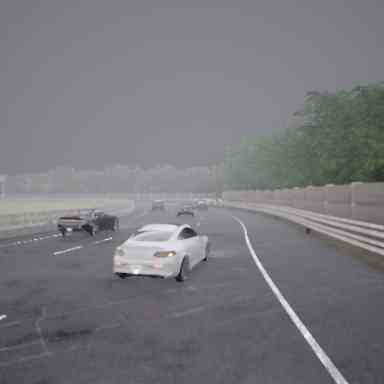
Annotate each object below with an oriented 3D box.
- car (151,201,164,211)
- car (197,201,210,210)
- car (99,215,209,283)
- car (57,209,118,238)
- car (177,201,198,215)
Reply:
[{"bbox_3d":[-5.464,2.142,52.765,2.128,1.511,4.902,1,-1,-9],"label":"car"},{"bbox_3d":[1.291,2.218,54.507,1.812,1.442,4.674,1,-1,-9],"label":"car"},{"bbox_3d":[-0.726,1.652,10.077,1.812,1.442,4.674,0,-1,15],"label":"car"},{"bbox_3d":[-5.856,1.719,19.328,2.128,1.511,4.902,0,-1,9],"label":"car"},{"bbox_3d":[-0.717,2.025,37.925,2.033,1.411,5.357,0,-1,-1],"label":"car"}]
